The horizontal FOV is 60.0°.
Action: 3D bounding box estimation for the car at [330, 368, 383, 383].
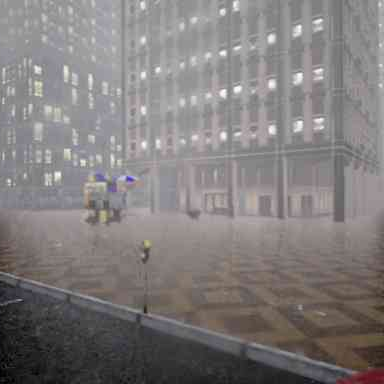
[{"bbox_3d":[2.618,1.538,1.043,4.507,1.381,1.887,0,0,35],"label":"car"}]
